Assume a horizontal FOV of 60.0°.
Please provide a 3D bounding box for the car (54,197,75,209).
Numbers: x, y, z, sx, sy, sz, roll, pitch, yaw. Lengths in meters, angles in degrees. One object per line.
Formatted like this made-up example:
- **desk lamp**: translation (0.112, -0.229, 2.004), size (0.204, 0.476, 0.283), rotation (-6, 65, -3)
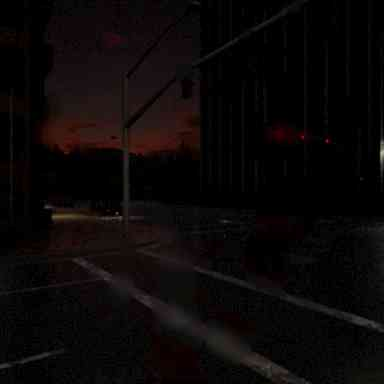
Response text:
- **car**: translation (-17.717, 1.478, 45.962), size (1.882, 1.535, 5.008), rotation (0, 0, -35)

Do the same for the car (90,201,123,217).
- **car**: translation (-8.191, 1.543, 31.964), size (2.033, 1.411, 5.357), rotation (0, 0, -35)
